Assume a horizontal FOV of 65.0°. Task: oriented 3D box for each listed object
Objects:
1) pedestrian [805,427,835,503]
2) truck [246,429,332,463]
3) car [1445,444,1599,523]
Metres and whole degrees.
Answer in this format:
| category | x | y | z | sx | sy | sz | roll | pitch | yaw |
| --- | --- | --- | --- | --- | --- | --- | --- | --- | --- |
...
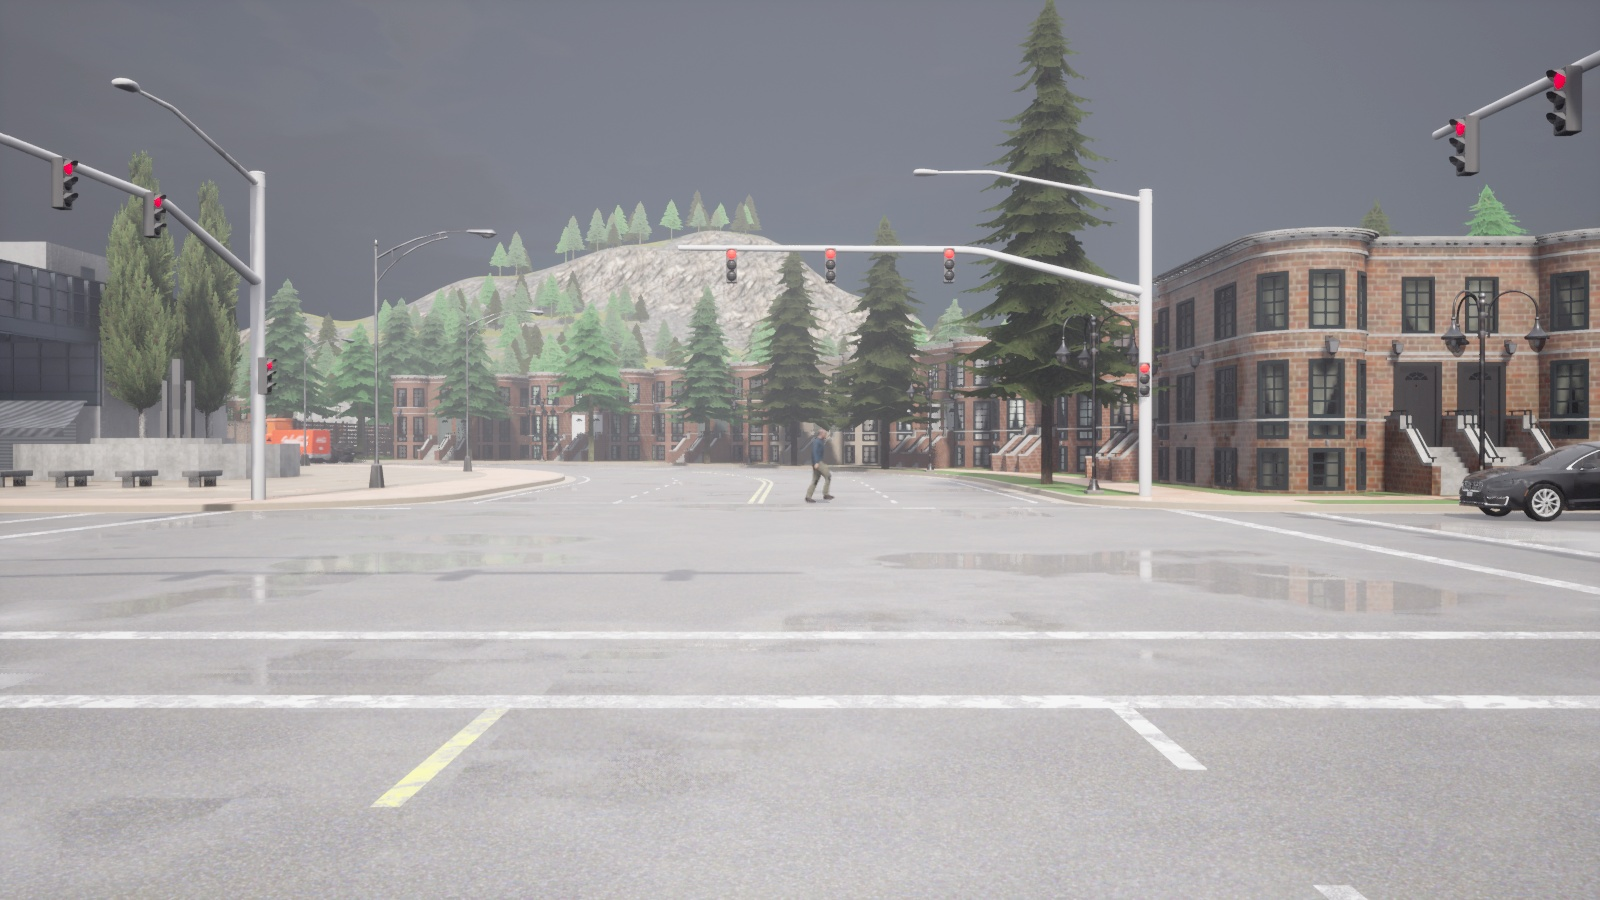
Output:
| category | x | y | z | sx | sy | sz | roll | pitch | yaw |
| --- | --- | --- | --- | --- | --- | --- | --- | --- | --- |
| pedestrian | 0.489 | 0.362 | 30.692 | 0.726 | 1.842 | 0.402 | 0 | 0 | 2 |
| truck | -37.194 | -0.286 | 91.469 | 5.204 | 2.467 | 2.627 | 0 | 0 | 13 |
| car | 15.464 | 0.626 | 24.434 | 4.892 | 1.490 | 1.837 | 0 | 0 | 0 |
